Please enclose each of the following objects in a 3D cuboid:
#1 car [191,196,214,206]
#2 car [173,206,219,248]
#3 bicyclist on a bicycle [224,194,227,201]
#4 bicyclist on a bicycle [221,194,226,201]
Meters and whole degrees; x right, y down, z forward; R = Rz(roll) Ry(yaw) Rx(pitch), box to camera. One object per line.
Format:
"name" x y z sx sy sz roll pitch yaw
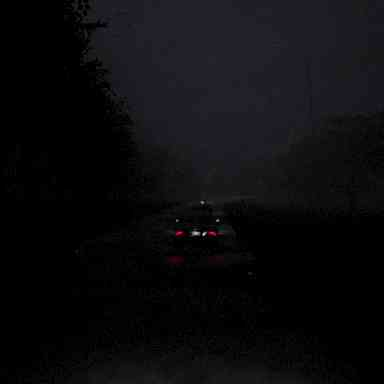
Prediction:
"car" 0.897 1.445 29.529 1.882 1.535 5.008 0 0 3
"car" 0.224 1.551 14.589 2.033 1.411 5.357 0 0 2
"bicyclist on a bicycle" 8.839 1.446 88.599 0.582 1.620 1.656 0 0 10
"bicyclist on a bicycle" 7.318 1.437 79.771 0.582 1.620 1.656 0 0 9
